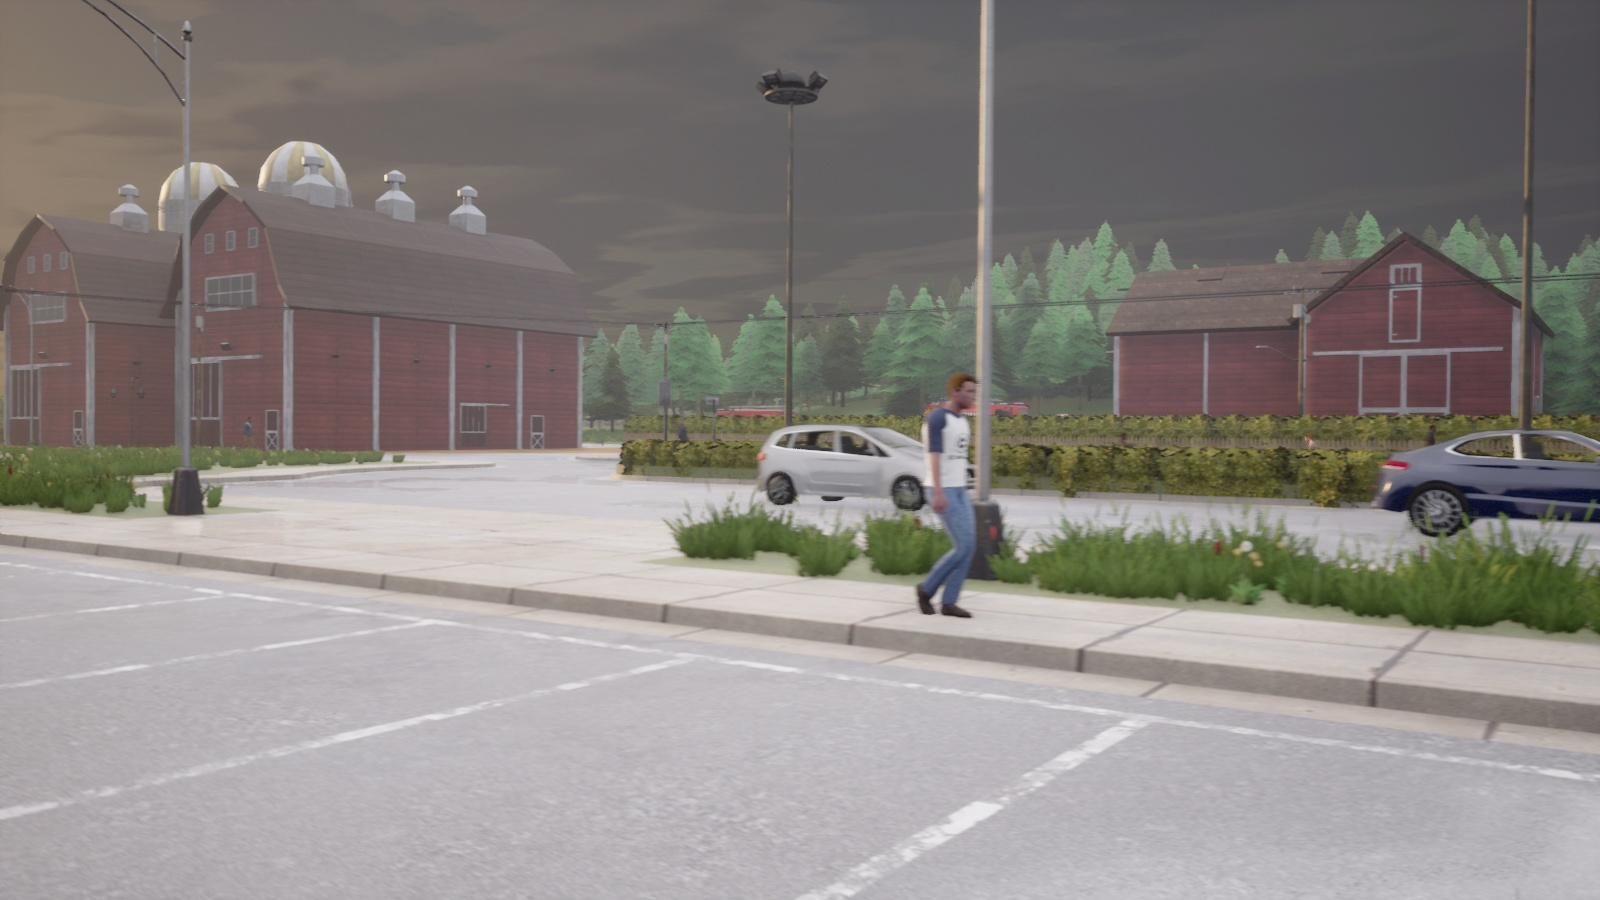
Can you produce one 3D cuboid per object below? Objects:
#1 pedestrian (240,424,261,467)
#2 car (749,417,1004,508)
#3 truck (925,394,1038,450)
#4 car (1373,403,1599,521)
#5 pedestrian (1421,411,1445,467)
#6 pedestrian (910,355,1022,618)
[{"bbox_3d":[-24.788,-0.203,56.653,0.788,1.949,0.423,0,1,28],"label":"pedestrian"},{"bbox_3d":[1.510,0.216,25.343,4.611,1.667,2.242,0,1,34],"label":"car"},{"bbox_3d":[12.945,-1.990,89.156,8.468,3.827,2.891,-1,1,-38],"label":"truck"},{"bbox_3d":[11.433,0.151,18.684,5.027,1.651,2.152,0,1,33],"label":"car"},{"bbox_3d":[21.063,-0.375,41.801,0.703,1.840,0.431,0,1,25],"label":"pedestrian"},{"bbox_3d":[1.201,0.251,9.105,0.706,1.836,0.354,0,1,37],"label":"pedestrian"}]
